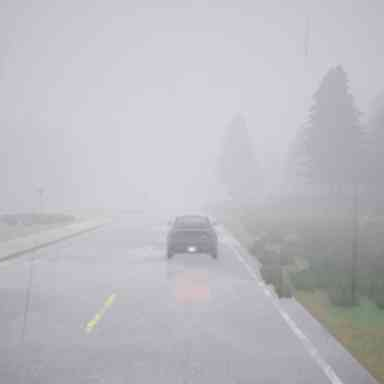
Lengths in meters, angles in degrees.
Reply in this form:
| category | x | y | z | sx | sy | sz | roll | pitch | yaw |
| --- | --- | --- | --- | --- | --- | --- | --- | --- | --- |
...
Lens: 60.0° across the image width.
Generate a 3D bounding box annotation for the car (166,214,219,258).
| category | x | y | z | sx | sy | sz | roll | pitch | yaw |
| --- | --- | --- | --- | --- | --- | --- | --- | --- | --- |
| car | 0.015 | 1.658 | 13.479 | 1.837 | 1.490 | 4.892 | 0 | 0 | 0 |
